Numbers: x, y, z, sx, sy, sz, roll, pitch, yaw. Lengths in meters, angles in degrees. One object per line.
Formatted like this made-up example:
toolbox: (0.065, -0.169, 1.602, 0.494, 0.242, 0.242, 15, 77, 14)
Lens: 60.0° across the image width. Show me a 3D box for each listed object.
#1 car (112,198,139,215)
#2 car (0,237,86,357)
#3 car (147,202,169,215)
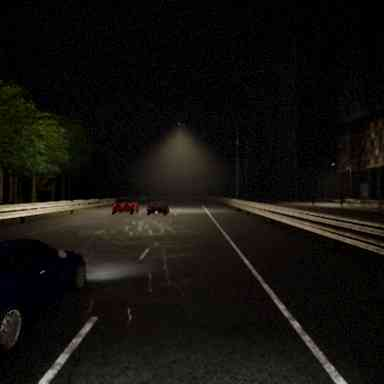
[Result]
car: (-6.855, 1.393, 34.914, 2.097, 1.767, 4.553, 0, 0, 0)
car: (-3.394, 1.529, 5.891, 1.812, 1.442, 4.674, 0, 0, 0)
car: (-3.355, 1.640, 33.760, 1.895, 1.301, 4.718, 0, 0, 0)
